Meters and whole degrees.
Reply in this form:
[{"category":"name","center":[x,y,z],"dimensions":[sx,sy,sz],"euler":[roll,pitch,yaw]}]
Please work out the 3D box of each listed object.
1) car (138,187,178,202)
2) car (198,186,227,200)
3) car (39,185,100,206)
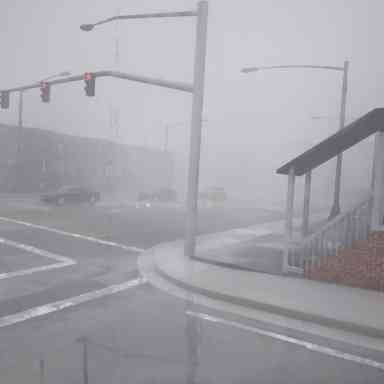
[{"category":"car","center":[-3.503,0.227,34.872],"dimensions":[1.837,1.490,4.892],"euler":[5,3,36]},{"category":"car","center":[2.661,0.080,43.394],"dimensions":[2.097,1.767,4.553],"euler":[5,3,36]},{"category":"car","center":[-9.580,0.224,26.419],"dimensions":[1.837,1.490,4.892],"euler":[5,3,35]}]
